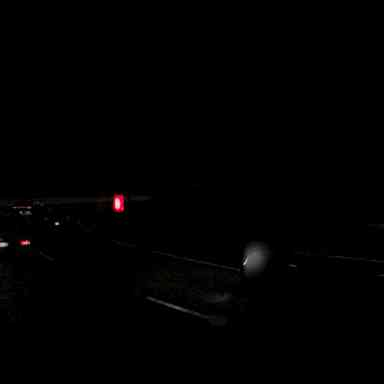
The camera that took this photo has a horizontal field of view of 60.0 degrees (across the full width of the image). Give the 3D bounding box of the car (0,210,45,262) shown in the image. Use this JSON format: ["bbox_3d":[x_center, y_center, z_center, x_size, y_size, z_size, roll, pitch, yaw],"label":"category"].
[{"bbox_3d":[-6.928,1.566,11.534,2.033,1.411,5.357,0,0,-37],"label":"car"}]

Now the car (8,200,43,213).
[{"bbox_3d":[-19.164,1.632,38.559,1.994,1.385,4.181,0,0,-1],"label":"car"}]

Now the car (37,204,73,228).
[{"bbox_3d":[-9.148,1.647,22.388,1.895,1.301,4.718,0,0,-24],"label":"car"}]

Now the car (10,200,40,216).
[{"bbox_3d":[-15.143,1.549,30.987,2.128,1.511,4.902,0,0,-11],"label":"car"}]

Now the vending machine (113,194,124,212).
[{"bbox_3d":[-8.536,1.292,38.579,1.100,2.100,0.880,0,0,0],"label":"vending machine"}]

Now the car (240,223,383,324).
[{"bbox_3d":[3.193,1.381,6.301,4.553,1.767,2.097,0,0,37],"label":"car"}]
